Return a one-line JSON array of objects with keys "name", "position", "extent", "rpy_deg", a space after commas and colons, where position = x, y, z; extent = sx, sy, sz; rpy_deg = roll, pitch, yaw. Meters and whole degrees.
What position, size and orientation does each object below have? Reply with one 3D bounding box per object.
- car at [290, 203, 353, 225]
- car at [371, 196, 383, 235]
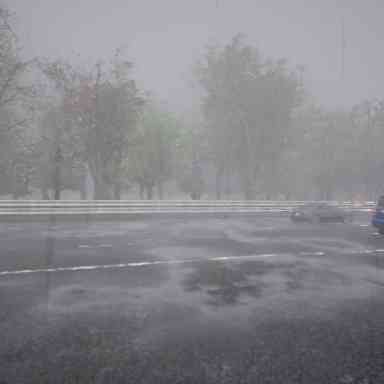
[{"name": "car", "position": [8.806, 1.464, 22.637], "extent": [4.181, 1.385, 1.994], "rpy_deg": [1, 0, -22]}, {"name": "car", "position": [11.329, 1.177, 16.079], "extent": [5.566, 2.045, 2.150], "rpy_deg": [1, 1, -21]}]
